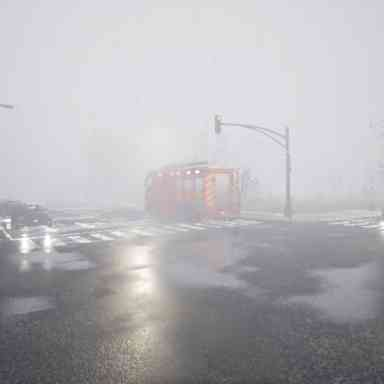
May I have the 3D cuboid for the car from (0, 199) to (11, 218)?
[{"bbox_3d":[-15.614,1.474,29.145,1.994,1.385,4.181,-2,1,-35],"label":"car"}]

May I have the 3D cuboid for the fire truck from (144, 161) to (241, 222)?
[{"bbox_3d":[-0.347,-0.023,23.802,2.891,3.827,8.468,-2,1,-33],"label":"fire truck"}]

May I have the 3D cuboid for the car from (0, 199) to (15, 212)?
[{"bbox_3d":[-21.821,1.492,38.579,1.895,1.301,4.718,-2,1,-33],"label":"car"}]

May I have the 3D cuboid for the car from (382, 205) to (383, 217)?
[{"bbox_3d":[14.736,0.881,22.334,4.553,1.767,2.097,-1,1,-35],"label":"car"}]

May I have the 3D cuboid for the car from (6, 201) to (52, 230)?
[{"bbox_3d":[-10.133,1.488,20.863,1.994,1.385,4.181,-2,1,-33],"label":"car"}]
